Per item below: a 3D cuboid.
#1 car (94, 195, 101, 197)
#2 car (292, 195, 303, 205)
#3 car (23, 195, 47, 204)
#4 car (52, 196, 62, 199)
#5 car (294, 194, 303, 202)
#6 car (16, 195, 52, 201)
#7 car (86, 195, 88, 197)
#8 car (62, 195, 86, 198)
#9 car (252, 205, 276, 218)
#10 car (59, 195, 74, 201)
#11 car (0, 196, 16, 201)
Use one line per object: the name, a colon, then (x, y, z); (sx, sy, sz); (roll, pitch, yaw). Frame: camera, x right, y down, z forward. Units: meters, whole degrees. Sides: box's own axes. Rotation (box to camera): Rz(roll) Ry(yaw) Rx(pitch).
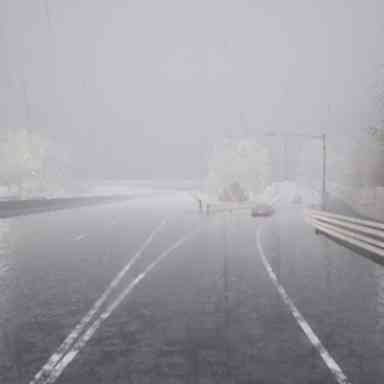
car: (-22.093, 1.445, 77.883); (1.895, 1.301, 4.718); (0, 0, -1)
car: (21.722, 1.921, 68.920); (2.033, 1.411, 5.357); (0, 3, 20)
car: (-28.871, 1.435, 61.422); (2.128, 1.511, 4.902); (0, 0, -1)
car: (-25.376, 1.456, 61.732); (1.812, 1.442, 4.674); (0, 0, -1)
car: (25.221, 1.313, 78.802); (2.033, 1.411, 5.357); (0, 4, 18)
car: (-21.719, 1.284, 45.995); (2.097, 1.767, 4.553); (0, 0, 0)
car: (-25.594, 1.431, 77.944); (1.895, 1.301, 4.718); (0, 0, -1)
car: (-21.880, 1.438, 61.978); (1.837, 1.490, 4.892); (0, 1, -1)
car: (8.026, 2.093, 36.989); (1.994, 1.385, 4.181); (0, -1, 24)
car: (-29.088, 1.369, 77.466); (1.812, 1.442, 4.674); (0, 0, -1)
car: (-25.213, 1.275, 45.711); (2.097, 1.767, 4.553); (0, 0, 0)
